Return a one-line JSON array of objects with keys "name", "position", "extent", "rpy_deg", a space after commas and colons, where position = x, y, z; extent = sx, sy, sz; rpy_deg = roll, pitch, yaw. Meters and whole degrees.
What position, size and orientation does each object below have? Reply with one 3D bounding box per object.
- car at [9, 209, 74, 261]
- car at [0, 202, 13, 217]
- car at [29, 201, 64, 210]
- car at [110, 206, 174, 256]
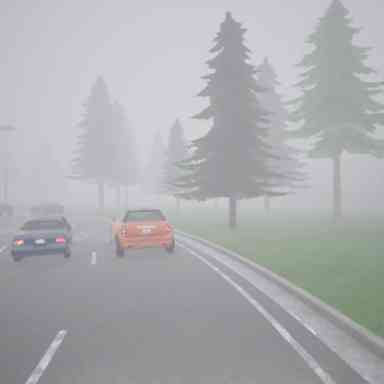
[{"name": "car", "position": [-5.623, 1.615, 12.826], "extent": [2.033, 1.411, 5.357], "rpy_deg": [-1, 0, -20]}, {"name": "car", "position": [-19.082, 1.736, 32.317], "extent": [4.892, 1.490, 1.837], "rpy_deg": [-1, -1, 41]}, {"name": "car", "position": [-14.724, 1.655, 33.522], "extent": [5.008, 1.535, 1.882], "rpy_deg": [-1, 0, 44]}, {"name": "car", "position": [-2.195, 1.377, 13.643], "extent": [2.097, 1.767, 4.553], "rpy_deg": [-1, 0, -17]}]
